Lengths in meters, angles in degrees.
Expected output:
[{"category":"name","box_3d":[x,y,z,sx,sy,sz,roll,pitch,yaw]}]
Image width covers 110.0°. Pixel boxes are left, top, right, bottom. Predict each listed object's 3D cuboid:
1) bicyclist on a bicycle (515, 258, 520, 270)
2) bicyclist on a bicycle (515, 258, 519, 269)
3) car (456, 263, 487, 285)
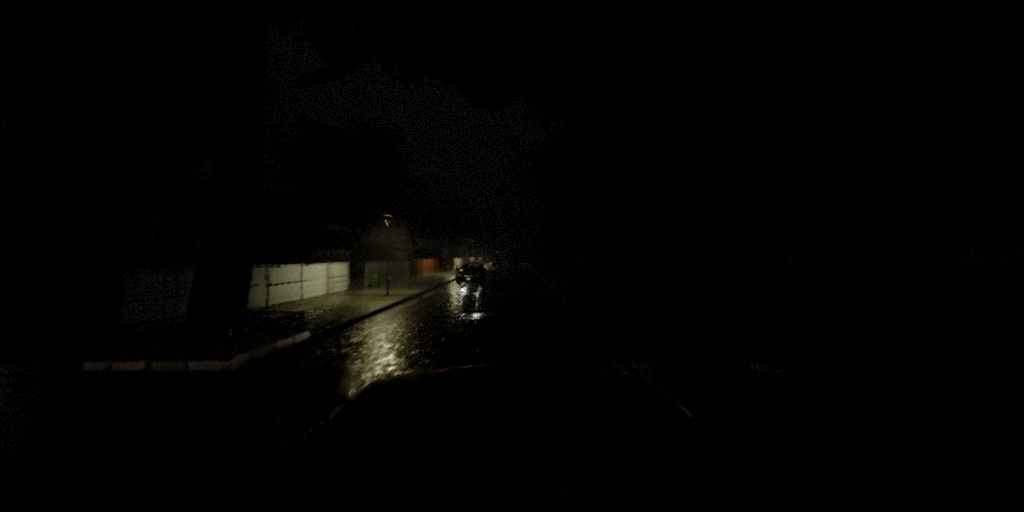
[{"category":"bicyclist on a bicycle","box_3d":[0.763,1.199,47.795,0.582,1.620,1.656,0,0,0]},{"category":"bicyclist on a bicycle","box_3d":[0.764,1.206,56.794,0.582,1.620,1.656,0,0,0]},{"category":"car","box_3d":[-2.843,1.232,25.834,2.128,1.511,4.902,0,0,0]}]
